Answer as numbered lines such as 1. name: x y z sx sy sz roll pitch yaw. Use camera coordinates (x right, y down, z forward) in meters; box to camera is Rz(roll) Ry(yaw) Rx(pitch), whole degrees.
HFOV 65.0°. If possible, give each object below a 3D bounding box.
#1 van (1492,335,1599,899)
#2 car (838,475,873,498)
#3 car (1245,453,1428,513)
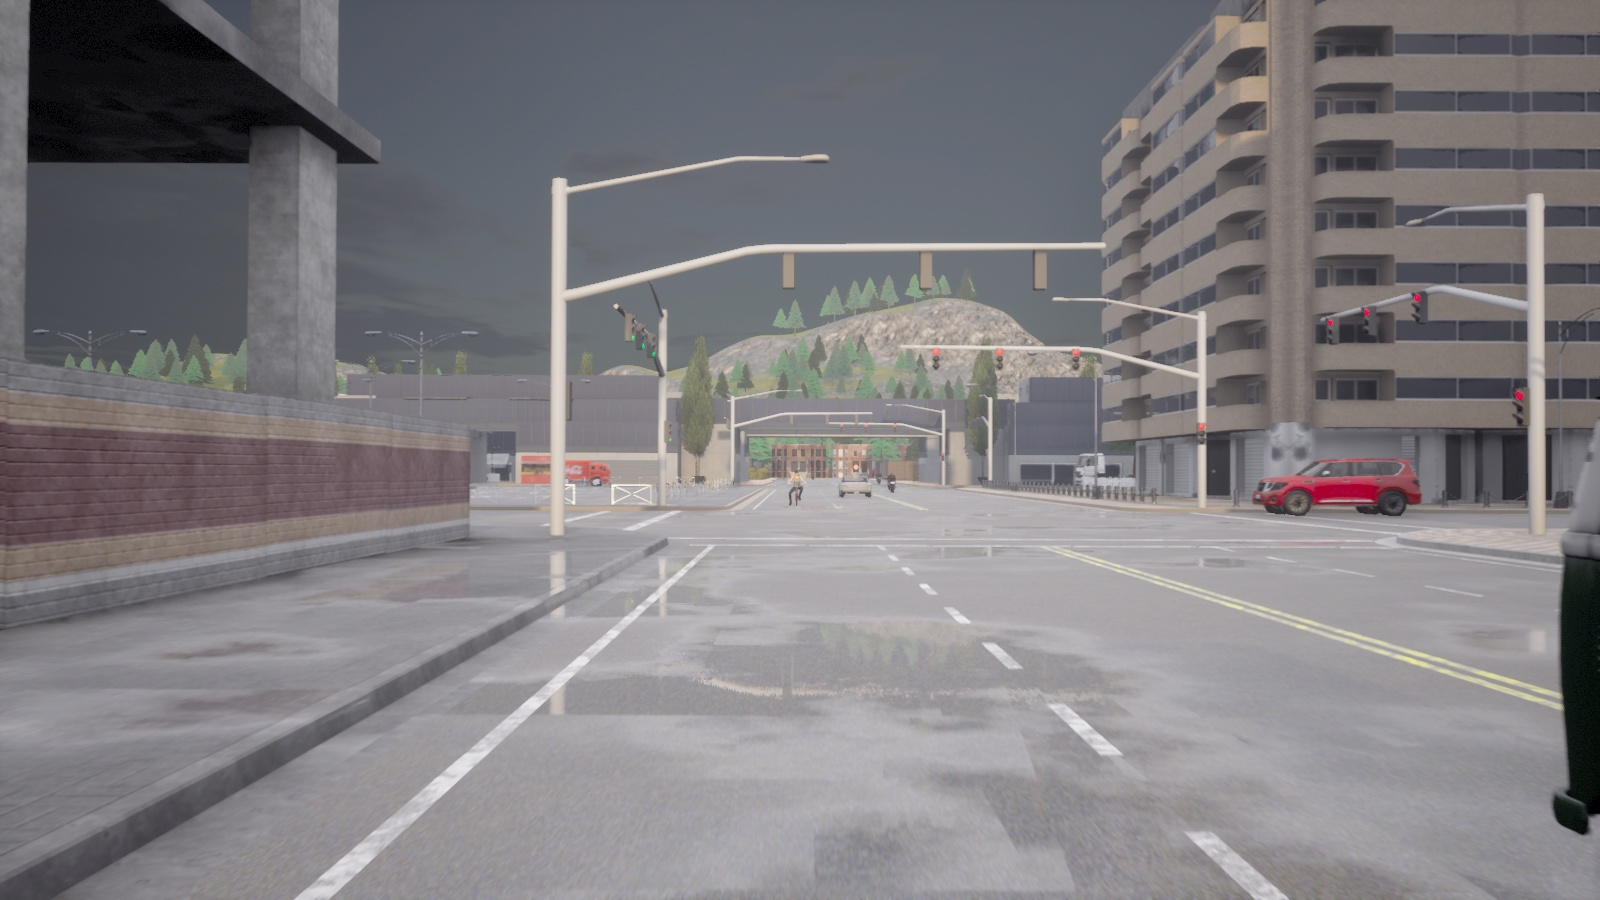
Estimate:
1. van: 3.493 0.593 2.478 1.775 1.987 4.442 0 -1 0
2. car: 3.317 2.167 75.584 1.895 1.301 4.718 0 -1 0
3. car: 18.968 1.149 44.574 5.566 2.045 2.150 0 -1 1
